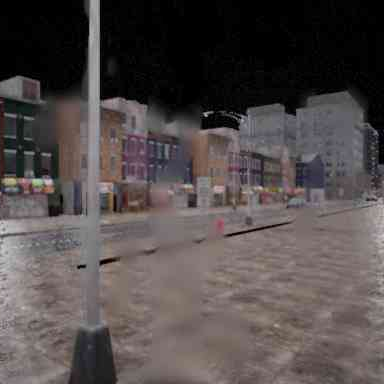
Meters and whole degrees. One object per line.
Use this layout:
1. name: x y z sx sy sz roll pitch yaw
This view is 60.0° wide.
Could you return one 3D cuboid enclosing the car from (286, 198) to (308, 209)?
1. car: 14.651 1.604 46.415 1.837 1.490 4.892 1 0 36
